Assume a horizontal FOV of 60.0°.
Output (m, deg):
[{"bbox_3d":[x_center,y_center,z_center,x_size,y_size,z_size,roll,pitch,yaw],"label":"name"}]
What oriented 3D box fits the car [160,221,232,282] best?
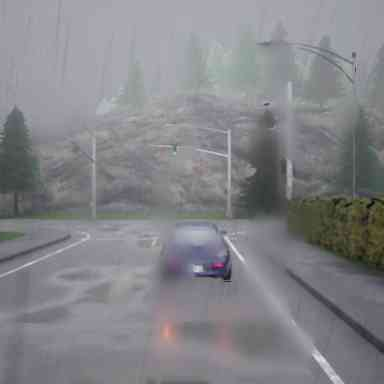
[{"bbox_3d":[0.096,1.598,9.914,1.812,1.442,4.674,0,0,0],"label":"car"}]
